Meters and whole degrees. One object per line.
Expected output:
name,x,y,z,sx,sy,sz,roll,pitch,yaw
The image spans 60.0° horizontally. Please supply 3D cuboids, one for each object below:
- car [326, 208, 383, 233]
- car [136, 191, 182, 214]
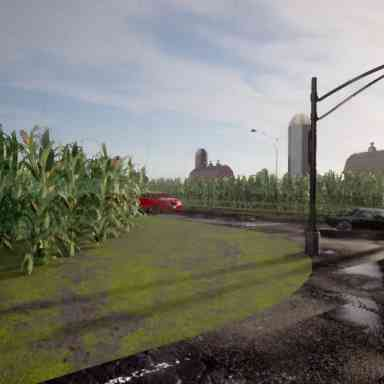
car,9.657,1.534,17.312,4.718,1.301,1.895,1,0,38
car,-3.214,0.969,31.393,2.150,2.045,5.566,2,-1,-38
